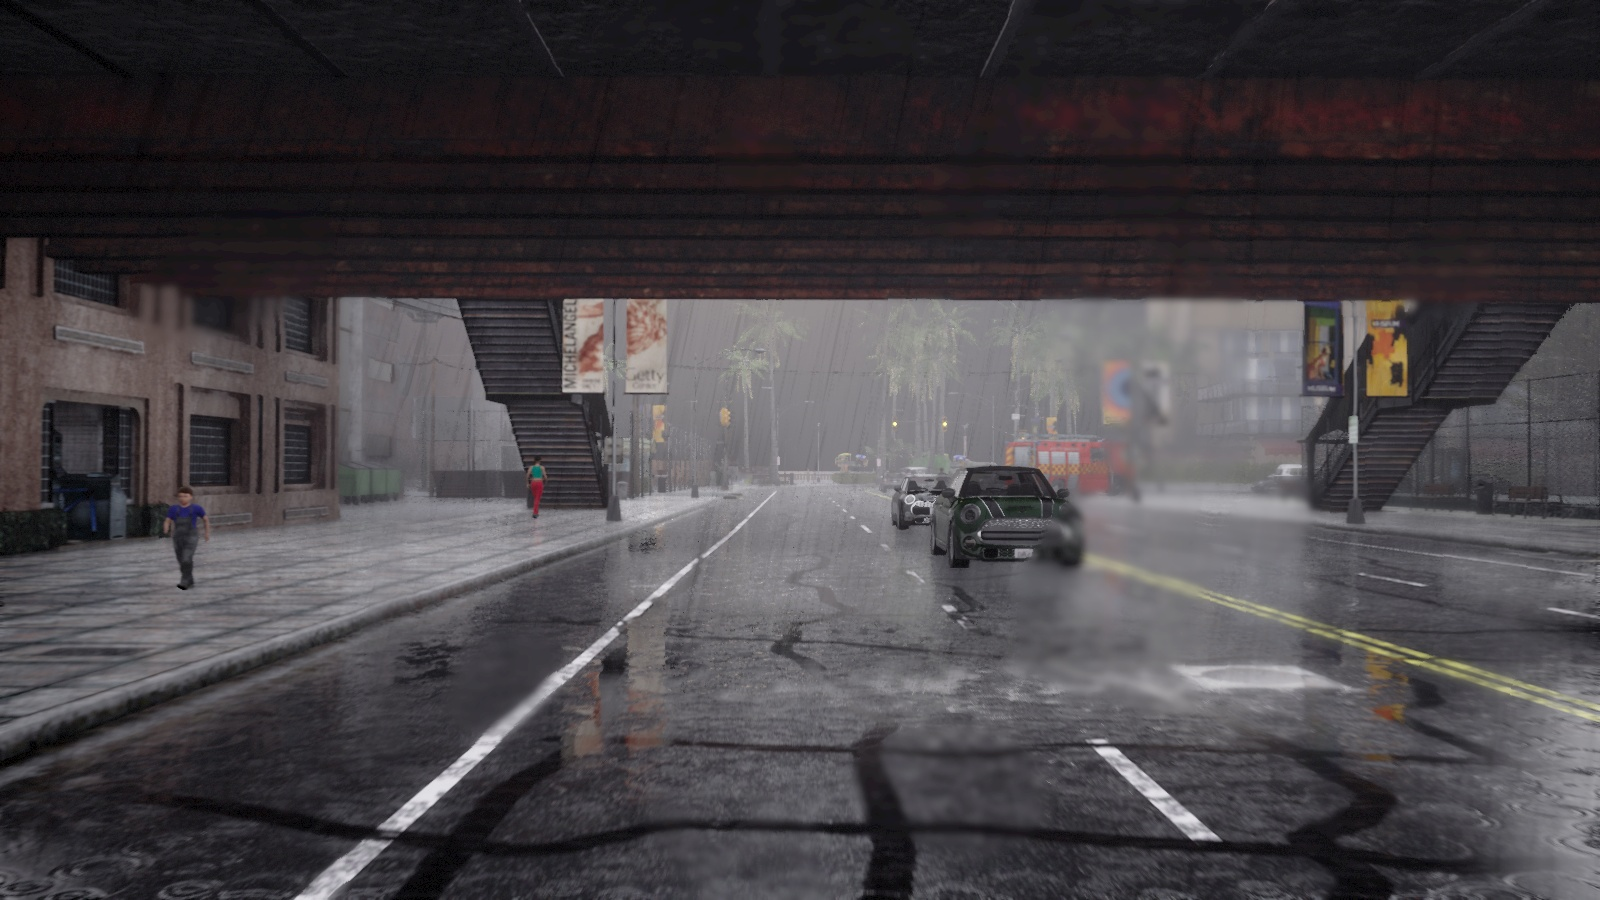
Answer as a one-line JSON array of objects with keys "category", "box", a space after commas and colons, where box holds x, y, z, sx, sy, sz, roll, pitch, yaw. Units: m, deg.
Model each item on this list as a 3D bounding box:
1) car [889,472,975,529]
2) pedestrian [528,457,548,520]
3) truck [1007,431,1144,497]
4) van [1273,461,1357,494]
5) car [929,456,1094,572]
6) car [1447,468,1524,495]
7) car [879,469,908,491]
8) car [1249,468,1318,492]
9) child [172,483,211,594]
[{"category": "car", "box": [3.556, 1.343, 34.482, 1.970, 1.475, 3.806, 0, -1, 0]}, {"category": "pedestrian", "box": [-7.677, 1.118, 36.812, 0.345, 1.836, 0.594, 0, -1, 12]}, {"category": "truck", "box": [16.716, 0.856, 76.043, 8.468, 3.827, 2.891, 0, -1, -32]}, {"category": "van", "box": [32.479, 1.735, 79.285, 4.480, 2.038, 2.069, 0, -1, -1]}, {"category": "car", "box": [3.484, 1.020, 21.560, 2.097, 1.767, 4.553, 0, -1, 0]}, {"category": "car", "box": [41.388, 1.898, 75.877, 3.705, 1.549, 1.789, 0, -1, -1]}, {"category": "car", "box": [6.953, 2.257, 93.914, 1.851, 1.617, 3.988, 0, -1, 0]}, {"category": "car", "box": [33.216, 2.024, 86.288, 3.988, 1.617, 1.851, 0, -1, -1]}, {"category": "child", "box": [-7.117, 1.026, 14.687, 0.270, 1.263, 0.437, 0, -1, -5]}]
